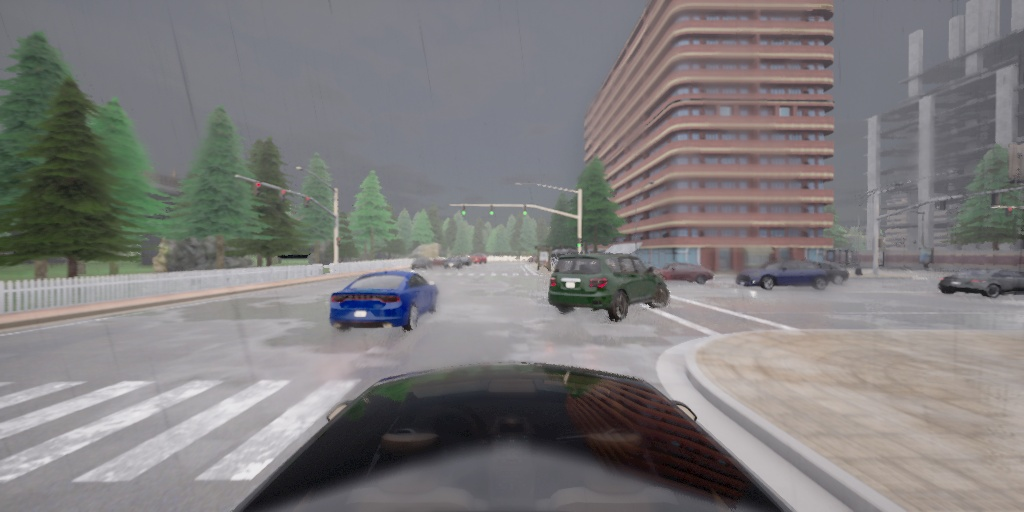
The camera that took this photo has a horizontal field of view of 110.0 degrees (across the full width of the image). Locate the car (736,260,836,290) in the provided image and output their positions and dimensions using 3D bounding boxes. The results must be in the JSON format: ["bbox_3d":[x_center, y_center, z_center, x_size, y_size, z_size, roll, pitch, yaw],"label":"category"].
[{"bbox_3d":[16.037,1.058,21.491,4.553,1.767,2.097,0,0,0],"label":"car"}]

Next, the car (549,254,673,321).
[{"bbox_3d":[3.537,0.951,12.705,2.150,2.045,5.566,-1,-1,42],"label":"car"}]

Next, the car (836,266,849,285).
[{"bbox_3d":[20.573,1.198,25.005,4.892,1.490,1.837,0,0,0],"label":"car"}]

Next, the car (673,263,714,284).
[{"bbox_3d":[11.504,1.194,25.041,4.674,1.442,1.812,0,0,2],"label":"car"}]

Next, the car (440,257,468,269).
[{"bbox_3d":[-7.386,0.904,45.849,2.128,1.511,4.902,0,0,0],"label":"car"}]

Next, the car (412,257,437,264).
[{"bbox_3d":[-10.872,0.924,43.668,1.837,1.490,4.892,0,0,0],"label":"car"}]

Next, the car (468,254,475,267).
[{"bbox_3d":[-7.357,0.822,55.333,1.882,1.535,5.008,0,0,1],"label":"car"}]

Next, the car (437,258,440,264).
[{"bbox_3d":[-10.862,0.953,52.928,1.895,1.301,4.718,0,0,0],"label":"car"}]

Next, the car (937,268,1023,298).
[{"bbox_3d":[24.127,1.318,17.877,4.181,1.385,1.994,0,0,0],"label":"car"}]

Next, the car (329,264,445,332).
[{"bbox_3d":[-3.470,1.172,10.665,1.882,1.535,5.008,0,0,0],"label":"car"}]
